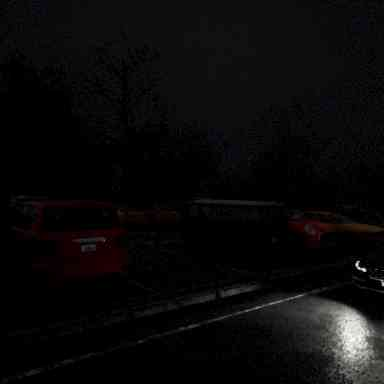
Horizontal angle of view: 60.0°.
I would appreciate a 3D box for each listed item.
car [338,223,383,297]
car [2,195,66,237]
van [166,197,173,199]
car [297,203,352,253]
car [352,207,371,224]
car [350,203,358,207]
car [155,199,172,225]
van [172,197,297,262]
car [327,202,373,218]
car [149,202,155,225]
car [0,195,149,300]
[{"bbox_3d":[5.704,1.548,7.773,4.892,1.490,1.837,1,0,-36],"label":"car"},{"bbox_3d":[-9.447,1.210,19.550,2.435,2.045,5.566,0,0,-36],"label":"car"},{"bbox_3d":[-0.340,1.374,26.024,1.878,1.987,4.442,1,-1,-36],"label":"van"},{"bbox_3d":[3.870,1.416,14.112,2.185,1.767,4.553,1,-1,-36],"label":"car"},{"bbox_3d":[6.359,1.586,15.645,1.946,1.575,5.366,1,-1,-36],"label":"car"},{"bbox_3d":[16.451,2.188,38.270,2.002,1.452,4.674,2,-1,-36],"label":"car"},{"bbox_3d":[-2.784,1.552,24.630,1.946,1.575,5.366,1,-1,-36],"label":"car"},{"bbox_3d":[1.360,1.280,12.402,1.878,1.987,4.442,1,0,-36],"label":"van"},{"bbox_3d":[18.997,2.126,40.166,2.185,1.767,4.553,2,-1,-36],"label":"car"},{"bbox_3d":[-4.941,1.515,23.072,1.946,1.575,5.366,1,0,-36],"label":"car"},{"bbox_3d":[-3.603,1.200,8.698,2.435,2.045,5.566,1,0,-36],"label":"car"}]
